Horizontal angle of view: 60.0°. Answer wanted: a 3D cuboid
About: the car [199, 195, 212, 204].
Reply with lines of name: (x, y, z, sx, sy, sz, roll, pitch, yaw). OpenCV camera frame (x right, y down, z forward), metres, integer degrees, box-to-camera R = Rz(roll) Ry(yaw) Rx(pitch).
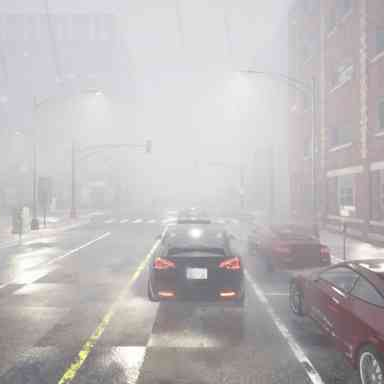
car: (2.641, 1.544, 59.677, 1.752, 1.417, 4.829, 1, 0, 0)

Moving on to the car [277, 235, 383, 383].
car: (2.663, 1.583, 4.597, 1.802, 1.307, 4.206, 1, 0, 0)

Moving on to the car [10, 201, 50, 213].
car: (-18.750, 1.730, 38.614, 4.313, 1.339, 1.947, 0, -1, 0)

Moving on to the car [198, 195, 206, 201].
car: (2.612, 1.597, 87.768, 1.947, 1.339, 4.313, 1, 0, 0)

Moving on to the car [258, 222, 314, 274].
car: (2.827, 1.585, 10.253, 1.802, 1.307, 4.206, 1, 0, 0)

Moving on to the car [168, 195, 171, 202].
car: (-5.746, 1.603, 65.189, 1.802, 1.307, 4.206, 1, 0, 0)

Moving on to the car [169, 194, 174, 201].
car: (-5.757, 1.607, 76.494, 1.802, 1.307, 4.206, 1, 0, 0)

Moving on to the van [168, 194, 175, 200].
van: (-5.771, 1.376, 93.451, 1.690, 1.788, 3.998, 1, 0, 0)

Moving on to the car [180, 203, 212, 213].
car: (0.083, 1.552, 17.572, 2.033, 1.411, 5.357, 0, 0, -1)

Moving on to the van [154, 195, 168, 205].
van: (-5.736, 1.359, 59.537, 1.690, 1.788, 3.998, 1, 0, 0)

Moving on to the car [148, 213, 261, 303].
car: (0.092, 1.506, 8.298, 2.163, 1.488, 4.792, 0, 0, 0)
